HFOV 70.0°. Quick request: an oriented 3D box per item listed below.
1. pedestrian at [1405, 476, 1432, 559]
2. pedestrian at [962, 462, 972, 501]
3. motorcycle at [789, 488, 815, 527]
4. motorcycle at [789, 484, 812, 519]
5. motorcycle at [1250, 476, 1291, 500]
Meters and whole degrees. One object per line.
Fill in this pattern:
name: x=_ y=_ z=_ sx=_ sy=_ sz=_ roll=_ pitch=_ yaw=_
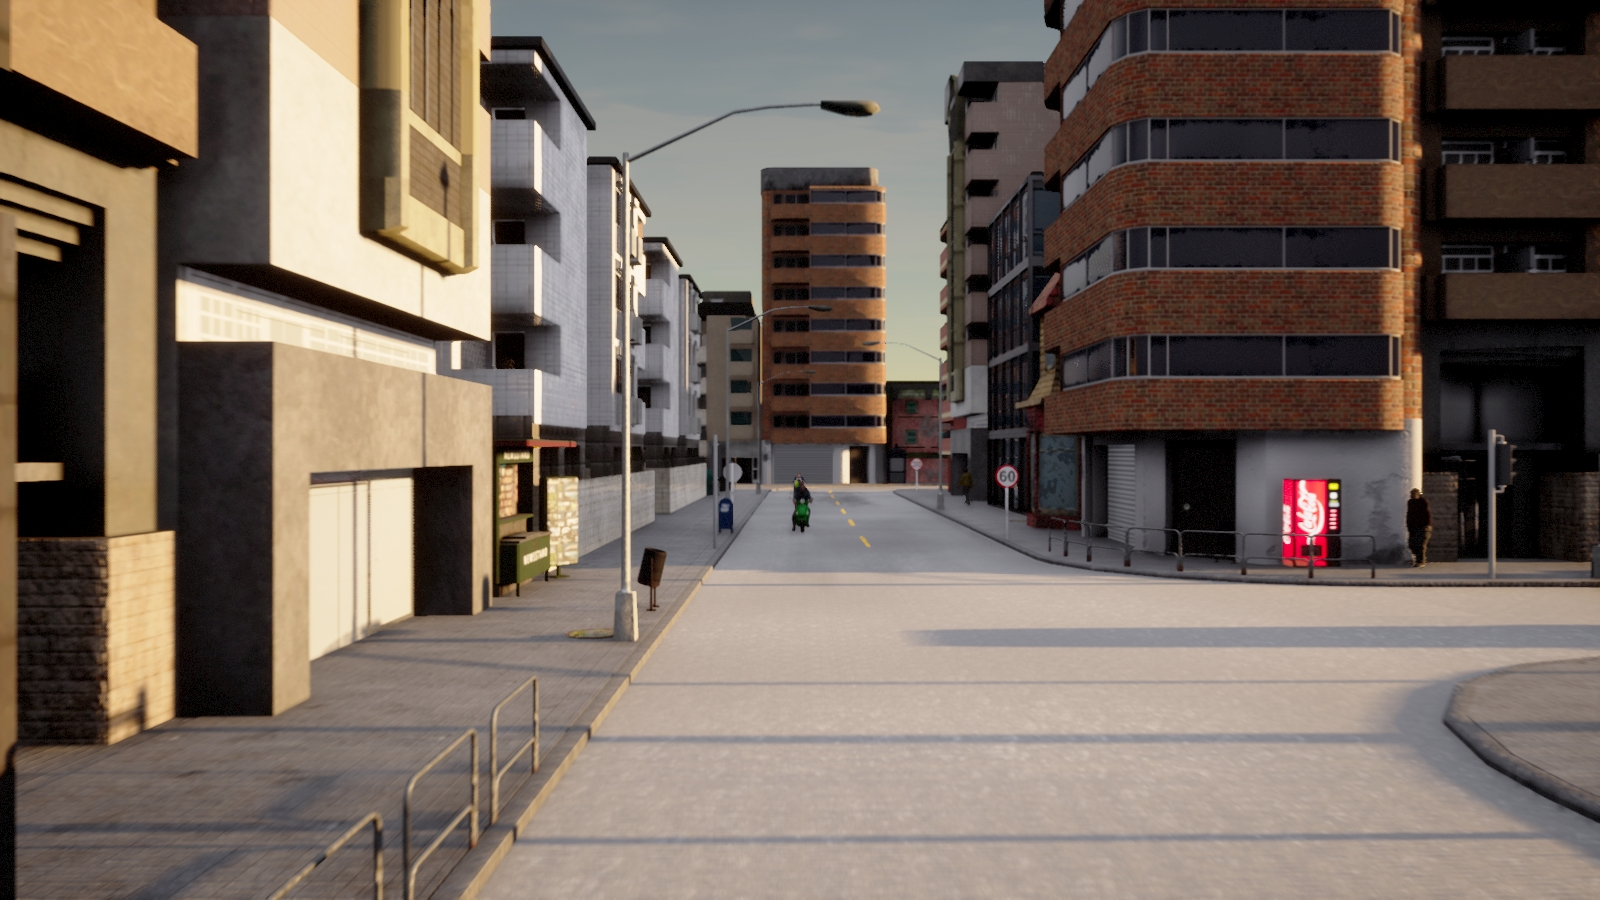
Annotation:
pedestrian: x=14.071 y=1.516 z=25.987 sx=0.375 sy=1.860 sz=0.375 roll=0 pitch=0 yaw=-17
pedestrian: x=8.034 y=1.523 z=54.952 sx=0.375 sy=1.860 sz=0.375 roll=0 pitch=0 yaw=-8
motorcycle: x=0.069 y=1.962 z=39.237 sx=0.856 sy=1.236 sz=1.805 roll=0 pitch=0 yaw=0
motorcycle: x=0.028 y=1.962 z=43.813 sx=0.856 sy=1.236 sz=1.805 roll=0 pitch=0 yaw=0
motorcycle: x=24.402 y=1.962 z=59.296 sx=1.805 sy=1.236 sz=0.856 roll=0 pitch=0 yaw=2
